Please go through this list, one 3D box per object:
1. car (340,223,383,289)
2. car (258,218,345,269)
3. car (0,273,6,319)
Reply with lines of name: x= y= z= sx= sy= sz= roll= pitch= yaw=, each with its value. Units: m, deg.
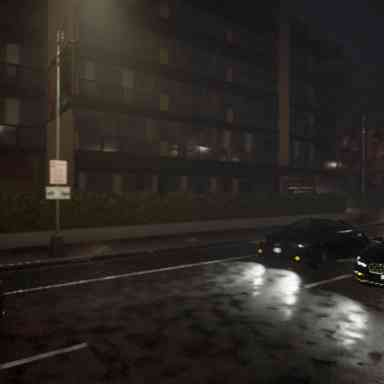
car: x=5.983 y=1.544 z=8.305 sx=4.892 sy=1.490 sz=1.837 roll=1 pitch=0 yaw=-36
car: x=4.231 y=1.603 z=11.356 sx=4.181 sy=1.385 sz=1.994 roll=0 pitch=0 yaw=-36
car: x=-5.036 y=1.558 z=4.716 sx=4.181 sy=1.385 sz=1.994 roll=0 pitch=0 yaw=-36
